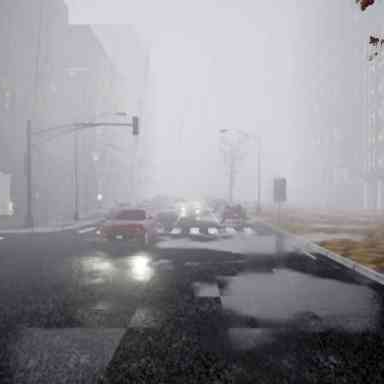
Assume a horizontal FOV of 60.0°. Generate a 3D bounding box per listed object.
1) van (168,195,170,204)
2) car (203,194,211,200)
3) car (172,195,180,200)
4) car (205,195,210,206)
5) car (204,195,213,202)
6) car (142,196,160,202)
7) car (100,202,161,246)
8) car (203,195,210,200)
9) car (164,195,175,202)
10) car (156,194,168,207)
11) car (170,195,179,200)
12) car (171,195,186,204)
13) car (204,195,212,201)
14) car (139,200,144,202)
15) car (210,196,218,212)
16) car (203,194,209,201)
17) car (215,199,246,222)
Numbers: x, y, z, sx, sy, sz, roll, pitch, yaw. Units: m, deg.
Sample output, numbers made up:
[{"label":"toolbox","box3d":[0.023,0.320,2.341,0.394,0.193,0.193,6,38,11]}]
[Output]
[{"label":"van","box3d":[-4.904,1.261,53.475,1.690,1.788,3.998,0,0,1]},{"label":"car","box3d":[3.947,1.339,86.548,1.967,1.590,4.097,0,0,1]},{"label":"car","box3d":[-4.354,1.448,92.200,2.008,1.369,4.403,0,0,1]},{"label":"car","box3d":[3.476,1.502,53.355,1.802,1.307,4.206,0,0,1]},{"label":"car","box3d":[3.790,1.448,75.485,1.887,1.381,4.507,0,0,1]},{"label":"car","box3d":[-5.140,1.488,36.879,2.008,1.369,4.403,0,0,1]},{"label":"car","box3d":[-2.757,1.456,15.272,1.882,1.535,5.008,0,0,1]},{"label":"car","box3d":[4.025,1.449,92.080,2.008,1.369,4.403,0,0,1]},{"label":"car","box3d":[-4.668,1.346,70.072,1.967,1.590,4.097,0,0,1]},{"label":"car","box3d":[-4.982,1.366,47.943,1.967,1.590,4.097,0,0,1]},{"label":"car","box3d":[-4.433,1.450,86.667,2.008,1.369,4.403,0,0,1]},{"label":"car","box3d":[-2.145,1.356,58.294,1.994,1.385,4.181,0,0,1]},{"label":"car","box3d":[3.868,1.451,81.017,2.008,1.369,4.403,0,0,1]},{"label":"car","box3d":[-5.296,1.503,25.814,2.008,1.369,4.403,0,0,1]},{"label":"car","box3d":[3.242,1.463,36.930,1.752,1.417,4.829,0,0,1]},{"label":"car","box3d":[3.635,1.435,64.590,1.752,1.417,4.829,0,0,1]},{"label":"car","box3d":[3.083,1.497,25.695,1.887,1.381,4.507,0,0,1]}]
